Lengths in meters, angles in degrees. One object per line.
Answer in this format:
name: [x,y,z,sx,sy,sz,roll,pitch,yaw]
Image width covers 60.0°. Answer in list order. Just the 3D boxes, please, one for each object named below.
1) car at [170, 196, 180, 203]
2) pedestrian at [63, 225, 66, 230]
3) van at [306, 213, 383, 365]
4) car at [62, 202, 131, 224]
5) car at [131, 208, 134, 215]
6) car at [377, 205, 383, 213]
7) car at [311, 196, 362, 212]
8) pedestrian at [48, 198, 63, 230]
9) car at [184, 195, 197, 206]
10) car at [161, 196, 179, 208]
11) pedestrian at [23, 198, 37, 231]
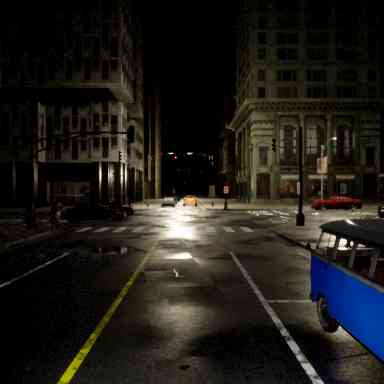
car: [-3.487,1.484,68.360,1.994,1.385,4.181,0,0,0]
pedestrian: [-7.557,1.171,18.839,0.375,1.860,0.375,0,0,0]
van: [2.836,1.341,4.232,1.690,1.788,3.998,0,0,0]
car: [-7.281,1.564,24.879,4.674,1.442,1.812,-2,0,0]
car: [-7.343,1.606,29.628,4.181,1.385,1.994,-1,0,-21]
car: [16.278,1.343,24.994,4.181,1.385,1.994,-1,0,0]
car: [15.103,1.218,34.937,5.008,1.535,1.882,-1,0,0]
pedestrian: [-7.459,1.171,18.195,0.375,1.860,0.375,0,0,0]
car: [-0.271,1.302,54.097,2.097,1.767,4.553,0,0,0]
car: [-3.353,1.509,48.237,2.033,1.411,5.357,0,0,0]
pedestrian: [-8.591,1.135,17.633,0.375,1.860,0.375,0,0,0]
